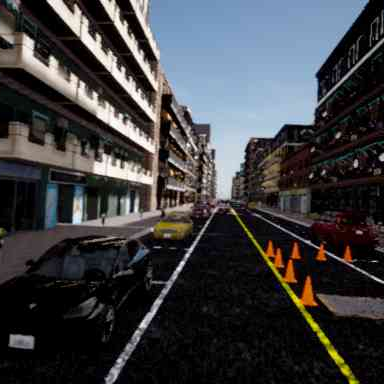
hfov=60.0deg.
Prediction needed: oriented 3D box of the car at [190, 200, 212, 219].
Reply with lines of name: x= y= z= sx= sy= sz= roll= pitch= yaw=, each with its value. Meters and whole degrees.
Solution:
car: x=0.730 y=1.889 z=34.418 sx=1.967 sy=1.590 sz=4.097 roll=3 pitch=-1 yaw=5

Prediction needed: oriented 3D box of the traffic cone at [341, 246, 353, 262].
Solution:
traffic cone: x=6.136 y=2.418 z=13.116 sx=0.340 sy=0.580 sz=0.340 roll=3 pitch=-1 yaw=5

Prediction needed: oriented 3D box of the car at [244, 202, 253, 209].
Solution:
car: x=13.287 y=3.133 z=78.507 sx=1.887 sy=1.381 sz=4.507 roll=3 pitch=-1 yaw=5

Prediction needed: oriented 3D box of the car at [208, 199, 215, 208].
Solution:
car: x=1.266 y=1.857 z=40.030 sx=2.192 sy=1.841 sz=5.009 roll=3 pitch=-1 yaw=5

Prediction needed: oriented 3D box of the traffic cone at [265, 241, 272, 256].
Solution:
traffic cone: x=3.153 y=2.274 z=13.399 sx=0.340 sy=0.580 sz=0.340 roll=3 pitch=-1 yaw=5

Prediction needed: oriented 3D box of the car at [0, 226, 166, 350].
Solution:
car: x=-1.920 y=1.549 z=6.361 sx=1.947 sy=1.339 sz=4.313 roll=3 pitch=-1 yaw=5

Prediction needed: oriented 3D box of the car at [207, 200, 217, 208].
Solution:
car: x=4.431 y=2.534 z=73.692 sx=1.967 sy=1.590 sz=4.097 roll=3 pitch=-1 yaw=5

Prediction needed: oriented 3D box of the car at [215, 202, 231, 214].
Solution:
car: x=4.619 y=2.393 z=47.146 sx=1.895 sy=1.301 sz=4.718 roll=3 pitch=-1 yaw=5

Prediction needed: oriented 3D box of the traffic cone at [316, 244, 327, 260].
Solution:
traffic cone: x=5.142 y=2.370 z=13.210 sx=0.340 sy=0.580 sz=0.340 roll=3 pitch=-1 yaw=5

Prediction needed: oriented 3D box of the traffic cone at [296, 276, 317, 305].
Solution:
traffic cone: x=2.591 y=2.175 z=7.427 sx=0.340 sy=0.580 sz=0.340 roll=3 pitch=-1 yaw=5

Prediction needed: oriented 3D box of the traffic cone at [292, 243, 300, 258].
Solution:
traffic cone: x=4.147 y=2.322 z=13.305 sx=0.340 sy=0.580 sz=0.340 roll=3 pitch=-1 yaw=5

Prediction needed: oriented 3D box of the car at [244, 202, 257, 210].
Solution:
car: x=12.246 y=2.933 z=67.455 sx=1.752 sy=1.417 sz=4.829 roll=3 pitch=-1 yaw=5

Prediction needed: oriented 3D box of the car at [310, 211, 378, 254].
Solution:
car: x=7.485 y=1.888 z=16.791 sx=2.192 sy=1.841 sz=5.009 roll=3 pitch=-1 yaw=5

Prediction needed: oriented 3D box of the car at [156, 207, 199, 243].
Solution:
car: x=-0.876 y=1.693 z=17.414 sx=1.752 sy=1.417 sz=4.829 roll=3 pitch=-1 yaw=5

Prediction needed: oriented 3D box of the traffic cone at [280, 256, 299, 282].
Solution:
traffic cone: x=2.778 y=2.208 z=9.418 sx=0.340 sy=0.580 sz=0.340 roll=3 pitch=-1 yaw=5

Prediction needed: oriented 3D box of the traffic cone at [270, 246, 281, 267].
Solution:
traffic cone: x=2.966 y=2.241 z=11.408 sx=0.340 sy=0.580 sz=0.340 roll=3 pitch=-1 yaw=5

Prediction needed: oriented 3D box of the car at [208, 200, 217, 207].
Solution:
car: x=4.954 y=2.731 z=79.303 sx=1.887 sy=1.381 sz=4.507 roll=3 pitch=-1 yaw=5

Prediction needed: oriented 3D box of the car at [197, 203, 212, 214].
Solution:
car: x=1.780 y=2.216 z=45.638 sx=1.802 sy=1.307 sz=4.206 roll=3 pitch=-1 yaw=5
